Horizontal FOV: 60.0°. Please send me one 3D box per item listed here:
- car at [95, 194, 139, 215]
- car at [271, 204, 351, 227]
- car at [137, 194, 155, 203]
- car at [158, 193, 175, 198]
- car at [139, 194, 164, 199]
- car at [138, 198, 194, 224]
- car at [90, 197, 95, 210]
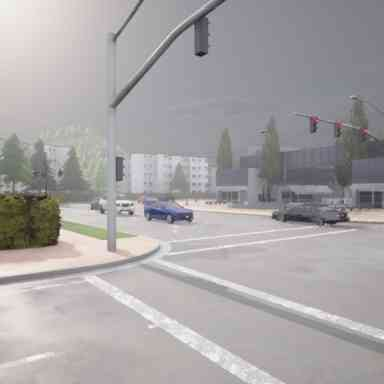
[{"bbox_3d":[-7.659,1.221,33.513,2.150,2.045,5.566,0,0,-32],"label":"car"},{"bbox_3d":[8.145,1.547,23.199,2.033,1.411,5.357,0,0,-37],"label":"car"},{"bbox_3d":[-9.346,1.352,68.092,2.097,1.767,4.553,0,0,15],"label":"car"},{"bbox_3d":[-5.393,1.216,69.599,2.150,2.045,5.566,0,0,20],"label":"car"},{"bbox_3d":[-5.788,1.477,46.737,1.882,1.535,5.008,0,0,-17],"label":"car"},{"bbox_3d":[-1.850,1.477,25.334,1.882,1.535,5.008,0,0,-37],"label":"car"},{"bbox_3d":[-11.973,1.352,42.899,2.097,1.767,4.553,0,0,-17],"label":"car"}]
